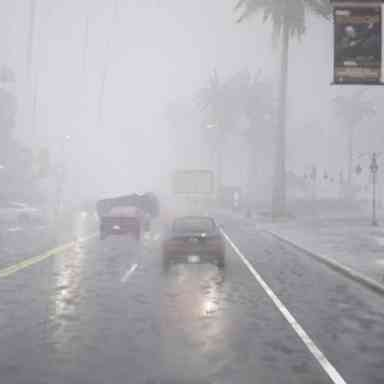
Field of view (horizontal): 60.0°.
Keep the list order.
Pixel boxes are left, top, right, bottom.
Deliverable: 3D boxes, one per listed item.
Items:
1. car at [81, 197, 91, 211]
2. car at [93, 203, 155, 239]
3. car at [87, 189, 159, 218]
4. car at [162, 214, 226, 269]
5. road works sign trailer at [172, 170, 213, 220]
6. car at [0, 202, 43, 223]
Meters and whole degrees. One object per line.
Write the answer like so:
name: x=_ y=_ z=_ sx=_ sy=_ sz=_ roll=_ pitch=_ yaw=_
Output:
car: x=-12.377 y=1.406 z=40.729 sx=2.097 sy=1.767 sz=4.553 roll=0 pitch=0 yaw=-13
car: x=-3.398 y=1.529 z=17.728 sx=1.882 sy=1.535 sz=5.008 roll=1 pitch=-1 yaw=2
car: x=-4.113 y=1.033 z=21.450 sx=5.008 sy=1.882 sz=1.535 roll=-9 pitch=5 yaw=32
car: x=0.064 y=1.520 z=11.229 sx=1.837 sy=1.490 sz=4.892 roll=0 pitch=0 yaw=0
road works sign trailer: x=0.042 y=0.491 z=19.795 sx=2.380 sy=3.560 sz=2.880 roll=0 pitch=0 yaw=-1
car: x=-13.646 y=1.504 z=24.857 sx=4.674 sy=1.442 sz=1.812 roll=3 pitch=-1 yaw=-8
